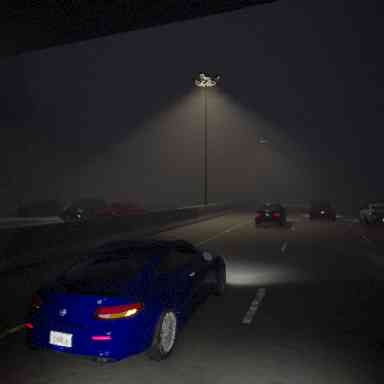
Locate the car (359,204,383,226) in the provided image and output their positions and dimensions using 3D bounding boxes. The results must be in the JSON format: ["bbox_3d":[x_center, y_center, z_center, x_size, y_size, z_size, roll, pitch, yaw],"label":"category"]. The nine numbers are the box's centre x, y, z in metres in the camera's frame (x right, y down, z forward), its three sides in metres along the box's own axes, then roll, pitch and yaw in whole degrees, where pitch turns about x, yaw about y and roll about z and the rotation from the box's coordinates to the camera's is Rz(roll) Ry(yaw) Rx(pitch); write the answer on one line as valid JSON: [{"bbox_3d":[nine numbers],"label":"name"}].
[{"bbox_3d":[12.930,1.527,23.205,1.812,1.442,4.674,0,0,20],"label":"car"}]

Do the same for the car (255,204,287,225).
[{"bbox_3d":[5.788,1.550,24.039,2.033,1.411,5.357,0,0,20],"label":"car"}]

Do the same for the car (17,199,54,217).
[{"bbox_3d":[-14.076,1.484,31.445,1.882,1.535,5.008,0,0,20],"label":"car"}]

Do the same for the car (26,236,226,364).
[{"bbox_3d":[-0.728,1.527,5.991,1.812,1.442,4.674,0,0,20],"label":"car"}]

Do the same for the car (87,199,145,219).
[{"bbox_3d":[-5.296,1.482,24.847,1.882,1.535,5.008,0,0,20],"label":"car"}]

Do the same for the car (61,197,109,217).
[{"bbox_3d":[-10.166,1.358,31.963,2.097,1.767,4.553,0,0,20],"label":"car"}]

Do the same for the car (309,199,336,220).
[{"bbox_3d":[10.946,1.566,28.017,1.994,1.385,4.181,0,0,20],"label":"car"}]

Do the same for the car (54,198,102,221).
[{"bbox_3d":[-8.374,1.357,26.623,2.097,1.767,4.553,0,0,20],"label":"car"}]
